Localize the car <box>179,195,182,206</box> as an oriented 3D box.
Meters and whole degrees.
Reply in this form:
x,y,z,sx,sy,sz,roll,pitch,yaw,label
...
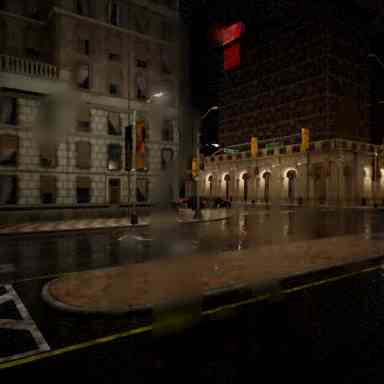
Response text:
x,y,z,sx,sy,sz,roll,pitch,yaw,label
-2.256,1.352,55.888,2.097,1.767,4.553,0,0,-35,car

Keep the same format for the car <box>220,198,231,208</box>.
x,y,z,sx,sy,sz,roll,pitch,yaw,label
3.490,1.478,47.792,1.882,1.535,5.008,0,0,-36,car

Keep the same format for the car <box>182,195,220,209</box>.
x,y,z,sx,sy,sz,roll,pitch,yaw,label
1.196,1.352,44.987,2.097,1.767,4.553,0,0,-35,car
